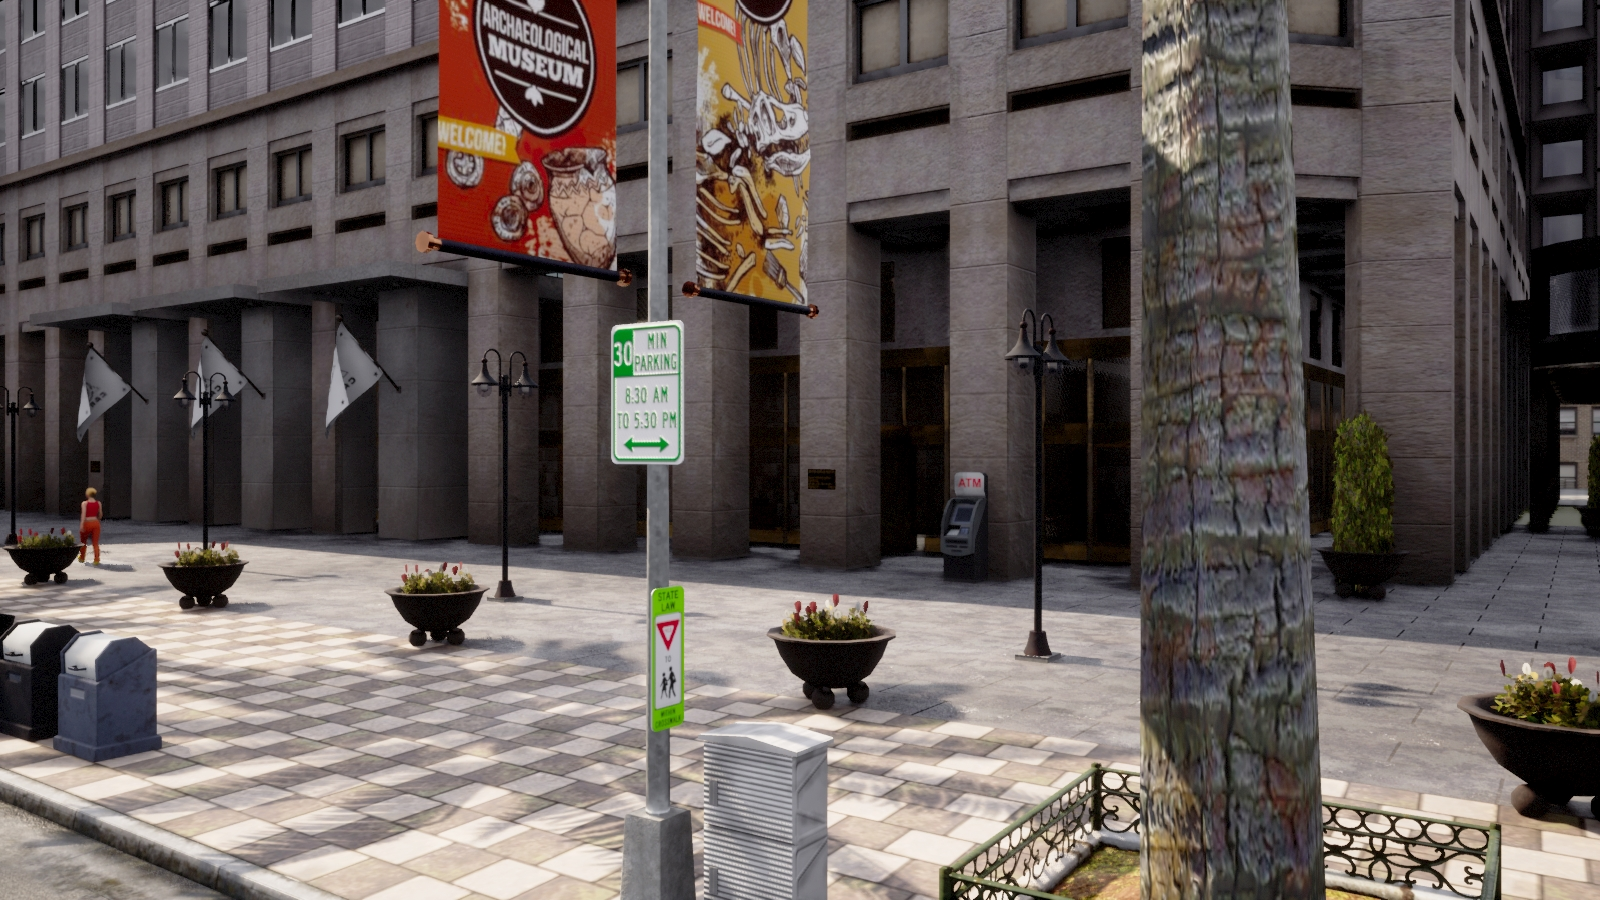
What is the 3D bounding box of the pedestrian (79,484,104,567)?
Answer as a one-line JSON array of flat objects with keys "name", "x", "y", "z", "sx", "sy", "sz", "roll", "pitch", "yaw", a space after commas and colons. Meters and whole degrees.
[{"name": "pedestrian", "x": -16.164, "y": 1.704, "z": 26.076, "sx": 0.375, "sy": 1.860, "sz": 0.375, "roll": 0, "pitch": 0, "yaw": 39}]
